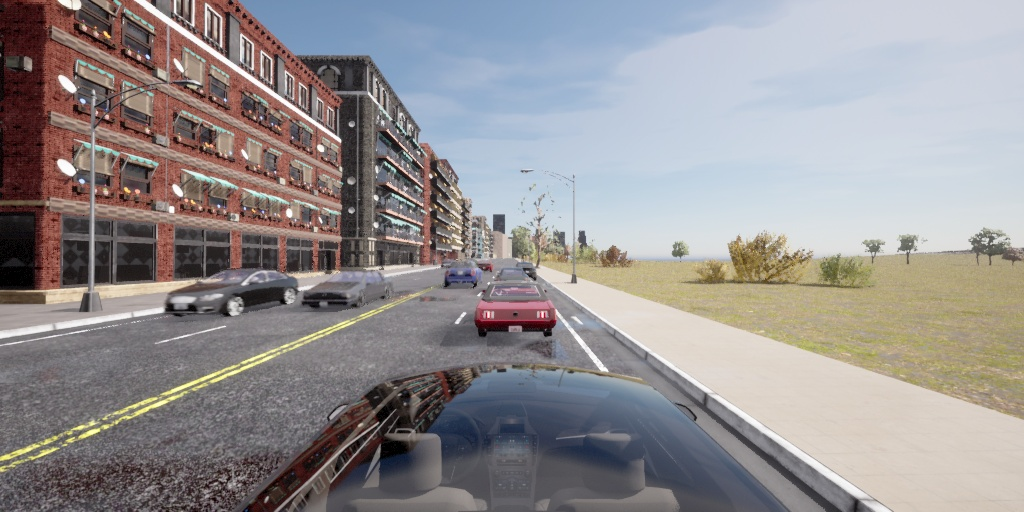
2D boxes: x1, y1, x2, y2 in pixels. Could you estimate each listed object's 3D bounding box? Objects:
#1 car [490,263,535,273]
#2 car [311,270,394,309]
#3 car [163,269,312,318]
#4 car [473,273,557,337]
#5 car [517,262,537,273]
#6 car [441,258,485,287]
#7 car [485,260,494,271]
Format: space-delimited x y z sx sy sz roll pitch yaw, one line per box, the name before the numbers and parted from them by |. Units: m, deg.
car | 0.036 1.317 20.305 1.994 1.385 4.181 0 0 0
car | -6.640 1.300 15.283 2.033 1.411 5.357 0 0 0
car | -9.885 1.243 13.145 2.128 1.511 4.902 0 0 0
car | 0.075 1.352 10.274 1.895 1.301 4.718 0 0 0
car | 1.052 1.259 30.298 1.837 1.490 4.892 0 0 0
car | -3.217 1.104 24.454 2.097 1.767 4.553 0 0 0
car | -3.278 1.231 44.377 1.882 1.535 5.008 0 0 0
